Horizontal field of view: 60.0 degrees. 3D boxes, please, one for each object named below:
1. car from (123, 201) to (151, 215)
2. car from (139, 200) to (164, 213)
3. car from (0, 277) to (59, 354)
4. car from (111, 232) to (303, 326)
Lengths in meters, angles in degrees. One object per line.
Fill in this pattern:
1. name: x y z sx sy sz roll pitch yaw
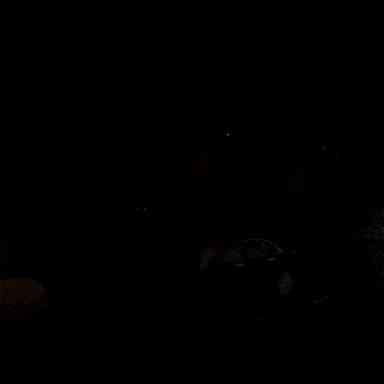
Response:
1. car: -8.240 2.439 47.784 1.837 1.490 4.892 0 -2 -36
2. car: -6.404 2.197 50.808 2.150 2.045 5.566 0 -2 -35
3. car: -4.121 1.518 3.709 4.829 1.417 1.752 0 0 -36
4. car: 0.504 1.577 7.010 4.403 1.369 2.008 0 0 -36
